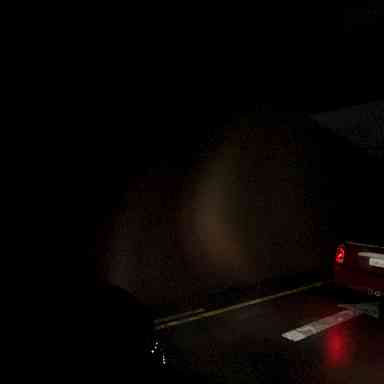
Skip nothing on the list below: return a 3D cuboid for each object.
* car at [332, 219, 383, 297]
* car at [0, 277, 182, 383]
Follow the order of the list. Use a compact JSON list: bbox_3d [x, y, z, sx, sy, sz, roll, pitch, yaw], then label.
[{"bbox_3d":[5.236,1.352,7.513,4.553,1.767,2.097,0,0,-35],"label":"car"},{"bbox_3d":[-2.741,1.221,1.831,5.566,2.045,2.150,0,0,-35],"label":"car"}]
